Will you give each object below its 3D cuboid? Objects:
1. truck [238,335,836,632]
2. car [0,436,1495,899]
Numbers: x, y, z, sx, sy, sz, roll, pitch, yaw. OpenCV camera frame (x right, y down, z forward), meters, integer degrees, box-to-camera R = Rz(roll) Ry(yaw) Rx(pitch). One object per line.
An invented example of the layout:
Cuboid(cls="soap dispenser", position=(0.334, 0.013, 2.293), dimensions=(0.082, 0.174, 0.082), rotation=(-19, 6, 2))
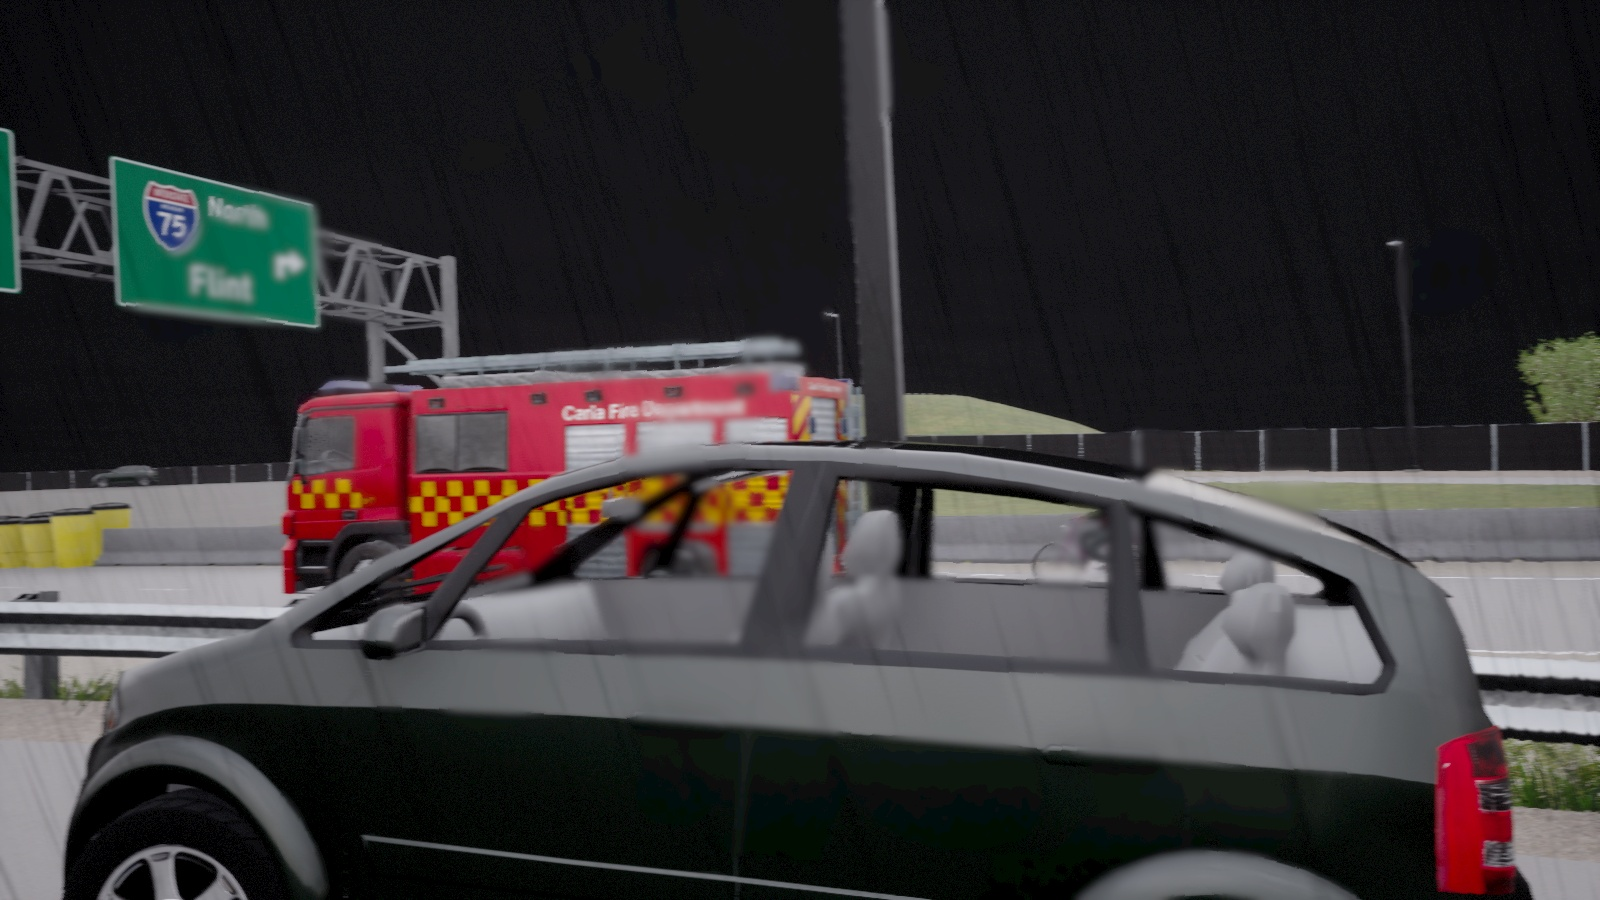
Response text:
Cuboid(cls="truck", position=(-3.971, 0.503, 18.931), dimensions=(8.468, 3.827, 2.891), rotation=(-1, 0, 19))
Cuboid(cls="car", position=(-0.322, 0.754, 3.553), dimensions=(3.705, 1.549, 1.789), rotation=(1, 1, 18))
